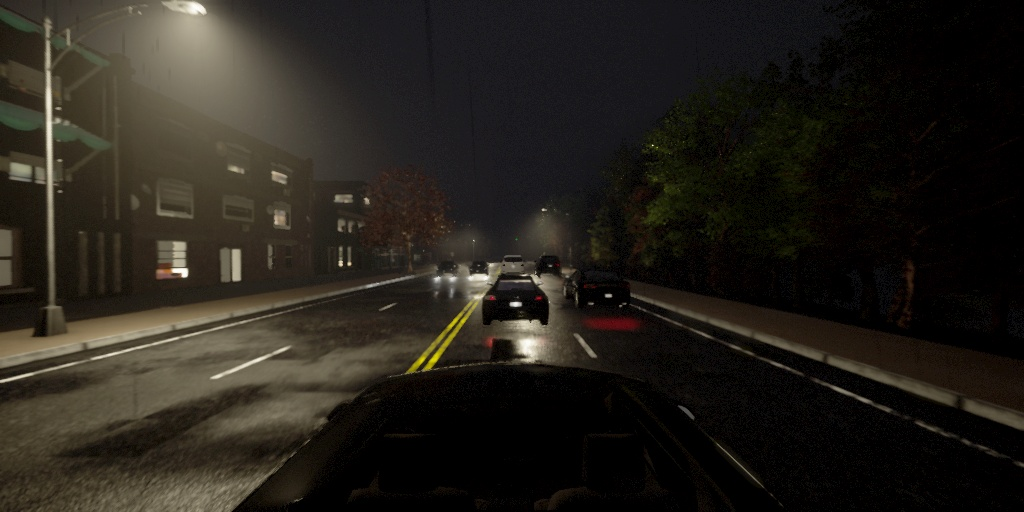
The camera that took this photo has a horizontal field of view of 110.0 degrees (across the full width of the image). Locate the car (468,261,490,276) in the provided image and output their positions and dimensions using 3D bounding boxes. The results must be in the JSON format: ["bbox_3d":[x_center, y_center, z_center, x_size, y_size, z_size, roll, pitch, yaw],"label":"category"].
[{"bbox_3d":[-3.369,1.250,37.265,1.837,1.490,4.892,0,0,0],"label":"car"}]

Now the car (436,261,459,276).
[{"bbox_3d":[-6.618,1.250,37.213,1.837,1.490,4.892,0,0,0],"label":"car"}]

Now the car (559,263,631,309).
[{"bbox_3d":[3.355,1.225,14.917,1.882,1.535,5.008,0,0,0],"label":"car"}]

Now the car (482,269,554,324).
[{"bbox_3d":[0.105,1.312,11.978,1.994,1.385,4.181,0,0,0],"label":"car"}]

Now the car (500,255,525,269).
[{"bbox_3d":[0.099,0.966,33.905,2.150,2.045,5.566,0,0,0],"label":"car"}]

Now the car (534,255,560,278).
[{"bbox_3d":[3.348,0.966,33.912,2.150,2.045,5.566,0,0,0],"label":"car"}]
